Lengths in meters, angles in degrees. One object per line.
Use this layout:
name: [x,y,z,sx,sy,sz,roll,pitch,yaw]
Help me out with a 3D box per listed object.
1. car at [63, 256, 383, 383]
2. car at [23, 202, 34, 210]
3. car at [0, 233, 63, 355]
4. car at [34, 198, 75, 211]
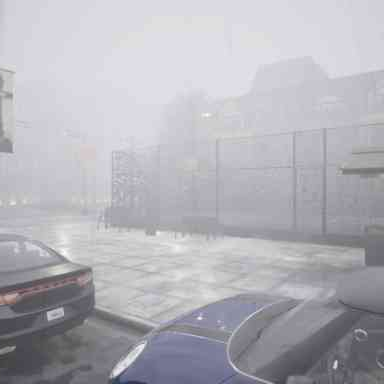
car: [1.474,1.354,2.256,4.553,1.767,2.185,0,0,35]
car: [-19.126,1.547,43.482,2.033,1.411,5.357,0,0,35]
car: [-3.844,1.480,5.864,5.008,1.535,2.097,0,0,35]
car: [-16.601,1.564,40.983,1.994,1.385,4.181,0,0,35]
